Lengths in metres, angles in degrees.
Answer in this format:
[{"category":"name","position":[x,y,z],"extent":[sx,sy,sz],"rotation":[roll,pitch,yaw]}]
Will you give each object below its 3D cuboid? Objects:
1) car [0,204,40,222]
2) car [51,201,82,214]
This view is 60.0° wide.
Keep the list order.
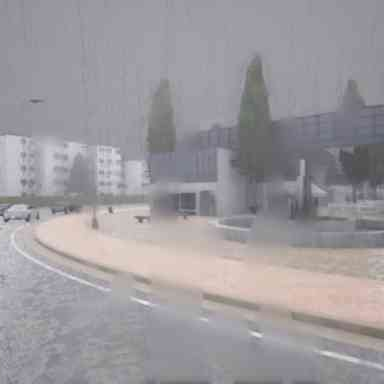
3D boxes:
[{"category":"car","position":[-14.848,1.824,29.179],"extent":[1.812,1.442,4.674],"rotation":[0,0,-10]},{"category":"car","position":[-15.095,1.863,40.219],"extent":[2.128,1.511,4.902],"rotation":[-1,0,7]}]
